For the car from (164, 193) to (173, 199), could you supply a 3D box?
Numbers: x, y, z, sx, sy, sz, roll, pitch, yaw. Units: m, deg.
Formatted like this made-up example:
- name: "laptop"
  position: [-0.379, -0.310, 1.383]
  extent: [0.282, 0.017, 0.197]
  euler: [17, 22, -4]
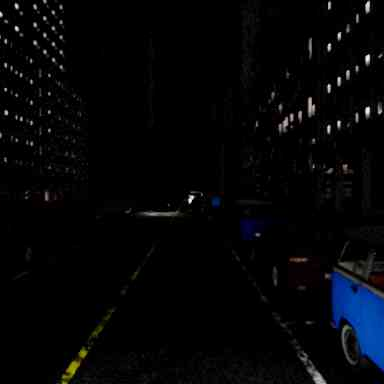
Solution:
- name: "car"
  position: [-5.714, 1.026, 82.384]
  extent: [2.008, 1.369, 4.403]
  euler: [0, 0, 0]

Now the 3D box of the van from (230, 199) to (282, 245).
- name: "van"
  position: [2.685, 1.246, 14.370]
  extent: [1.690, 1.788, 3.998]
  euler: [0, 0, 0]

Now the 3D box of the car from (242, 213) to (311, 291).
- name: "car"
  position: [2.687, 1.487, 8.704]
  extent: [1.887, 1.381, 4.507]
  euler: [0, 0, 0]

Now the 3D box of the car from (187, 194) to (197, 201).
- name: "car"
  position: [-0.018, 1.139, 66.799]
  extent: [1.994, 1.385, 4.181]
  euler: [0, 0, 0]

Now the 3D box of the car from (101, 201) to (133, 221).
- name: "car"
  position: [-5.698, 1.358, 25.536]
  extent: [1.752, 1.417, 4.829]
  euler: [0, 0, 0]

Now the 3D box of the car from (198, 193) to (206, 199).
- name: "car"
  position: [2.665, 0.991, 88.053]
  extent: [2.008, 1.369, 4.403]
  euler: [0, 0, 0]

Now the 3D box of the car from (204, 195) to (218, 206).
- name: "car"
  position: [2.675, 1.212, 48.547]
  extent: [1.752, 1.417, 4.829]
  euler: [0, 0, 0]

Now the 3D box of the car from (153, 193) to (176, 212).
- name: "car"
  position: [-3.105, 1.243, 36.031]
  extent: [1.882, 1.535, 5.008]
  euler: [0, 0, 0]

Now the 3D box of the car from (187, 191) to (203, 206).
- name: "car"
  position: [0.648, 0.923, 46.550]
  extent: [2.150, 2.045, 5.566]
  euler: [0, 0, 4]

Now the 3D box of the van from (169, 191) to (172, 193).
- name: "van"
  position: [-5.711, 0.887, 71.047]
  extent: [1.690, 1.788, 3.998]
  euler: [0, 0, 0]

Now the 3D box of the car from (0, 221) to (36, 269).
- name: "car"
  position: [-5.694, 1.493, 8.703]
  extent: [2.008, 1.369, 4.403]
  euler: [0, 0, 0]

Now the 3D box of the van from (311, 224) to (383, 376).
- name: "van"
  position: [2.688, 1.320, 3.035]
  extent: [1.690, 1.788, 3.998]
  euler: [0, 0, 0]

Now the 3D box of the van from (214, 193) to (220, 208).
- name: "van"
  position: [2.676, 1.065, 42.709]
  extent: [1.690, 1.788, 3.998]
  euler: [0, 0, 0]

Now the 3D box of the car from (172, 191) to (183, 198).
- name: "car"
  position: [-3.021, 0.670, 77.133]
  extent: [1.882, 1.535, 5.008]
  euler: [0, 0, 0]

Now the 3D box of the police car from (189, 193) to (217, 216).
- name: "police car"
  position: [0.892, 1.226, 30.552]
  extent: [1.930, 1.638, 5.238]
  euler: [0, 0, 0]

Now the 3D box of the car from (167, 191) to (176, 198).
- name: "car"
  position: [-5.718, 0.720, 93.718]
  extent: [2.192, 1.841, 5.009]
  euler: [0, 0, 0]

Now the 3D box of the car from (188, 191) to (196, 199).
- name: "car"
  position: [-0.022, 0.707, 81.766]
  extent: [2.097, 1.767, 4.553]
  euler: [0, 0, 0]
